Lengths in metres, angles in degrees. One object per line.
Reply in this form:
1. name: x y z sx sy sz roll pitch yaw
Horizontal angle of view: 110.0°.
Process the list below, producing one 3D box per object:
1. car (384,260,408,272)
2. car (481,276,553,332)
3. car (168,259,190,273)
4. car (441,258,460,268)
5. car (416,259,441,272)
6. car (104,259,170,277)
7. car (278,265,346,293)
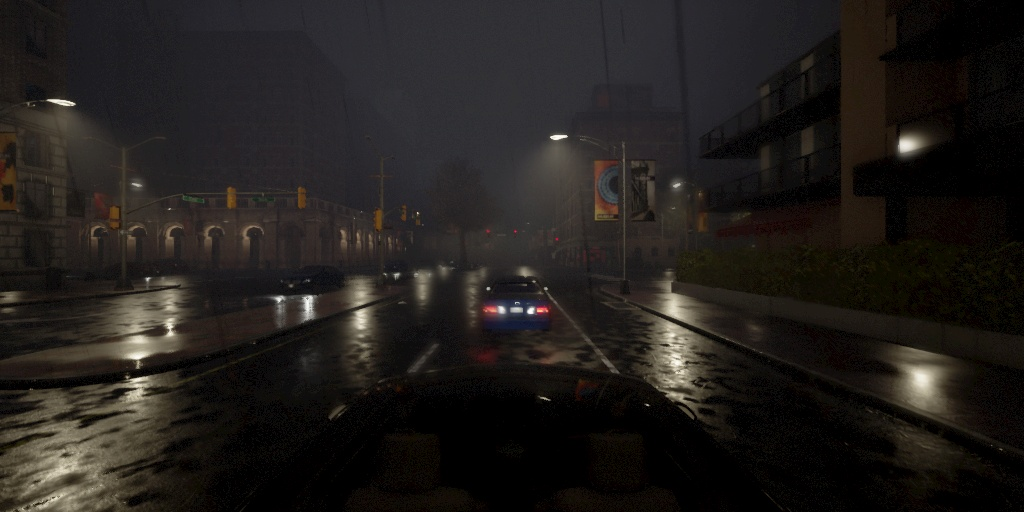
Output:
1. car: -14.687 1.227 45.479 1.882 1.535 5.008 0 0 1
2. car: 0.150 1.297 10.819 2.033 1.411 5.357 0 0 1
3. car: -40.583 1.102 41.877 4.553 1.767 2.097 0 0 0
4. car: -10.980 1.102 62.923 2.097 1.767 4.553 0 0 1
5. car: -11.171 1.227 47.095 1.882 1.535 5.008 0 0 1
6. car: -36.561 1.276 34.666 4.674 1.442 1.812 0 0 0
7. car: -11.428 1.276 20.904 1.812 1.442 4.674 0 0 1
